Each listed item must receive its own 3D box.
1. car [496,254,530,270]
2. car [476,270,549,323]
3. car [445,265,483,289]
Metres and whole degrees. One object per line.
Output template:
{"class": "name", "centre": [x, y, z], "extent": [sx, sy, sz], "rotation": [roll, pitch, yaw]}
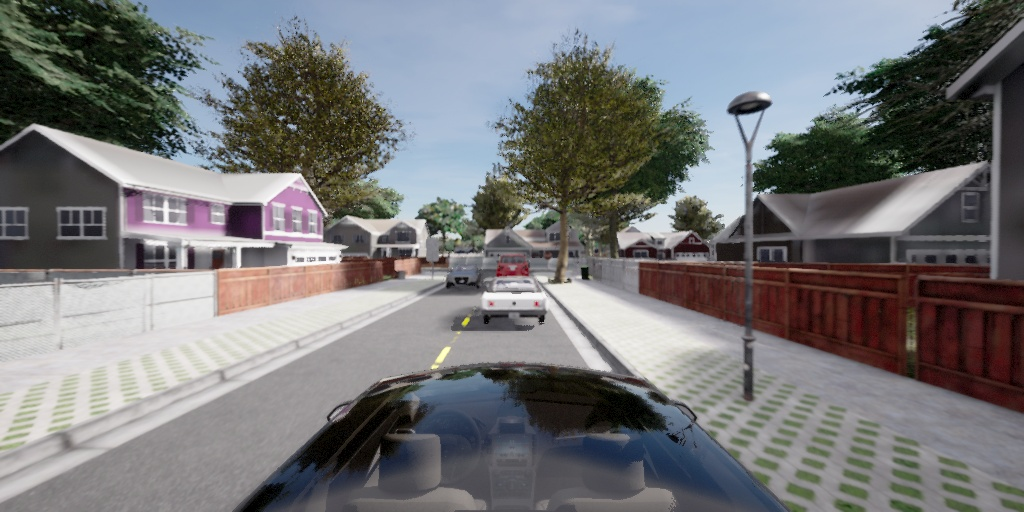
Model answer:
{"class": "car", "centre": [0.059, 0.878, 25.314], "extent": [2.150, 2.045, 5.566], "rotation": [0, 1, 0]}
{"class": "car", "centre": [0.073, 1.311, 11.905], "extent": [1.895, 1.301, 4.718], "rotation": [0, 0, 0]}
{"class": "car", "centre": [-2.842, 1.231, 22.216], "extent": [1.994, 1.385, 4.181], "rotation": [0, 0, 0]}
